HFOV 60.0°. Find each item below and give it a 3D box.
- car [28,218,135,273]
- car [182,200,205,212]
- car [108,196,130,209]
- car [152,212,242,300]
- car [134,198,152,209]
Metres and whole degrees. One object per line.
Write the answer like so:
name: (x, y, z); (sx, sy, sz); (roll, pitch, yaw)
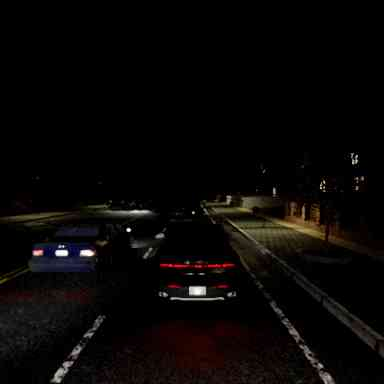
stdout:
car: (-3.184, 1.549, 10.692); (2.033, 1.411, 5.357); (0, 0, 0)
car: (0.105, 1.517, 31.137); (1.837, 1.490, 4.892); (0, 0, 0)
car: (-9.742, 1.296, 44.689); (2.097, 1.767, 4.553); (0, 0, 0)
car: (0.101, 1.508, 8.403); (1.837, 1.490, 4.892); (0, 0, 0)
car: (-6.492, 1.537, 44.658); (2.128, 1.511, 4.902); (0, 0, 0)
